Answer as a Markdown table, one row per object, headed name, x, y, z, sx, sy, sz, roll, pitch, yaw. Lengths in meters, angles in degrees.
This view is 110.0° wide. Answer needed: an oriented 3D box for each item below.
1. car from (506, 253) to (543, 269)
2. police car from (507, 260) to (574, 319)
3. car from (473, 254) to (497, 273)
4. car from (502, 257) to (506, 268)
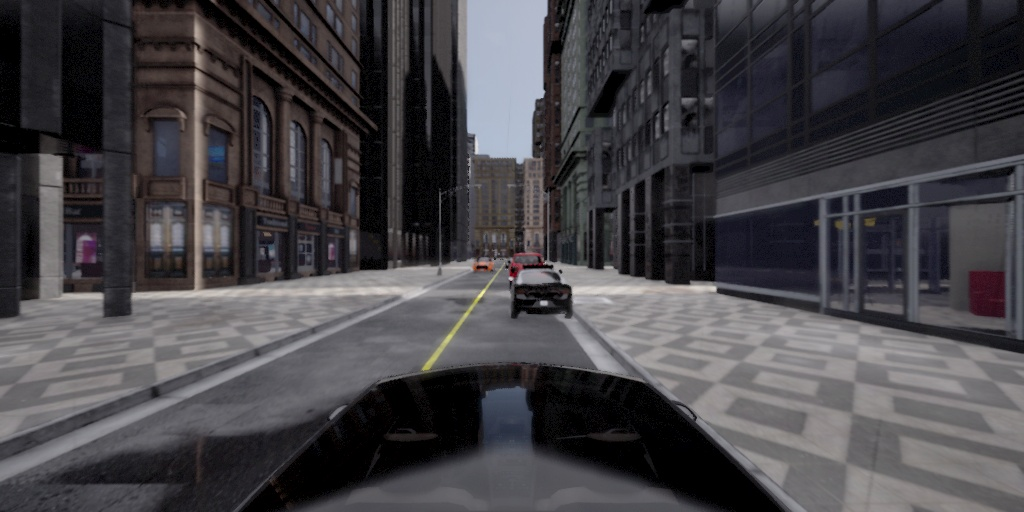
| name | x | y | z | sx | sy | sz | roll | pitch | yaw |
| --- | --- | --- | --- | --- | --- | --- | --- | --- | --- |
| car | 0.901 | 0.834 | 22.568 | 2.150 | 2.045 | 5.566 | 0 | 0 | 0 |
| police car | 0.900 | 1.099 | 12.649 | 1.930 | 1.638 | 5.238 | 0 | 0 | 0 |
| car | -3.088 | 0.862 | 39.343 | 2.097 | 1.767 | 4.553 | 0 | 0 | 0 |
| car | 0.024 | 1.059 | 49.626 | 1.895 | 1.301 | 4.718 | 0 | 0 | 0 |
